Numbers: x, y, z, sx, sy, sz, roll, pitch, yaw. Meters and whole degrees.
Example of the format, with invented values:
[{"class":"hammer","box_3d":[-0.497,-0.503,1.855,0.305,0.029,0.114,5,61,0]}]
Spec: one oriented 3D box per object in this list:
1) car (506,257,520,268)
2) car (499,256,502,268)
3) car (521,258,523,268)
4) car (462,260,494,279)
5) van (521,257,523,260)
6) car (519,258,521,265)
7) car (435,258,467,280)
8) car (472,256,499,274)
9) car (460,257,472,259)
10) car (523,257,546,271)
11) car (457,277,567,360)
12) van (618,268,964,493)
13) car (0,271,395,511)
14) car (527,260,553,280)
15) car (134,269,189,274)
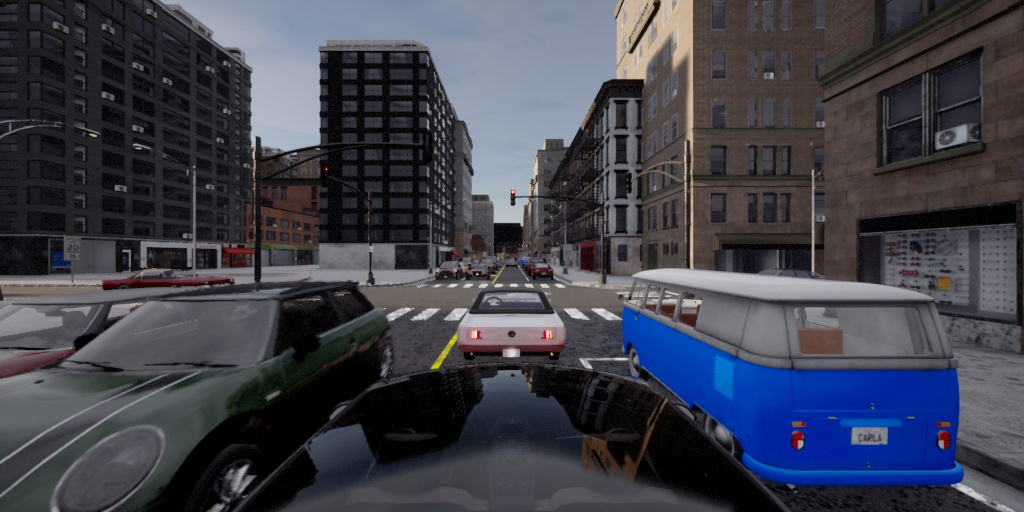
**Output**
[{"class":"car","box_3d":[-0.004,1.300,62.330,1.994,1.385,4.181,0,0,1]},{"class":"car","box_3d":[-2.910,1.094,49.032,2.097,1.767,4.553,0,0,0]},{"class":"car","box_3d":[2.566,1.287,47.603,1.888,1.381,4.507,0,0,0]},{"class":"car","box_3d":[-2.896,1.310,31.538,1.994,1.385,4.181,0,0,-1]},{"class":"van","box_3d":[2.558,1.081,53.013,1.690,1.789,3.998,0,0,0]},{"class":"car","box_3d":[2.549,1.304,58.422,1.948,1.339,4.313,0,0,0]},{"class":"car","box_3d":[-5.433,1.186,31.361,1.967,1.591,4.097,0,0,0]},{"class":"car","box_3d":[-2.892,1.096,40.158,2.097,1.767,4.553,0,0,0]},{"class":"car","box_3d":[-5.450,1.059,42.180,2.192,1.841,5.009,0,0,0]},{"class":"car","box_3d":[2.584,1.060,36.783,2.192,1.841,5.009,0,0,0]},{"class":"car","box_3d":[-0.008,1.350,8.278,1.895,1.301,4.718,0,0,0]},{"class":"van","box_3d":[2.635,1.090,4.494,1.690,1.789,3.998,0,0,0]},{"class":"car","box_3d":[-2.860,1.101,3.704,2.097,1.767,4.553,0,0,-1]},{"class":"car","box_3d":[2.592,1.291,31.374,1.888,1.381,4.507,0,0,0]},{"class":"car","box_3d":[-15.771,1.271,16.700,4.718,1.301,1.895,0,0,0]}]
